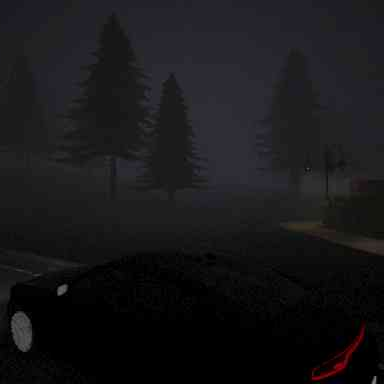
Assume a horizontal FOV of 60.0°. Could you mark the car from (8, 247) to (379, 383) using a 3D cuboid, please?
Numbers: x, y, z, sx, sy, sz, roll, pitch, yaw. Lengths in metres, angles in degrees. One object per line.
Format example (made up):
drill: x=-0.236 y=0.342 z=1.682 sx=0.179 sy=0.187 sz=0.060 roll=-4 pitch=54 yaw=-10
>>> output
car: x=-0.456 y=1.478 z=4.312 sx=5.008 sy=1.535 sz=1.882 roll=0 pitch=0 yaw=36
